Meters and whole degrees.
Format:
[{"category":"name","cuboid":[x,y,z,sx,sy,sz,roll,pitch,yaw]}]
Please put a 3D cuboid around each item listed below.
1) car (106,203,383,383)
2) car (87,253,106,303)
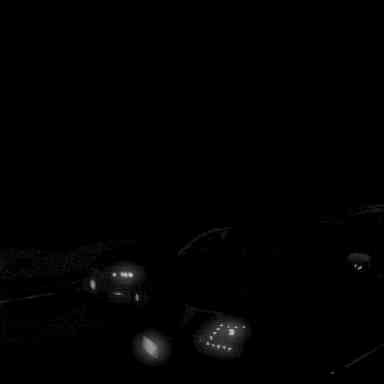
[{"category":"car","cuboid":[1.827,1.225,4.987,5.566,2.045,2.150,0,0,-35]},{"category":"car","cuboid":[0.117,1.496,7.759,4.902,1.511,2.128,0,0,-36]}]
